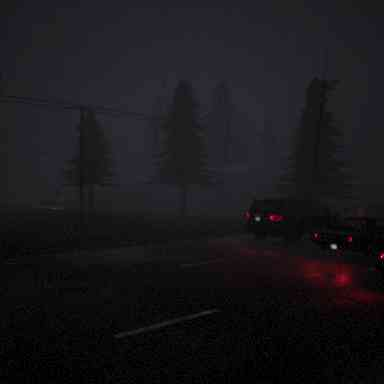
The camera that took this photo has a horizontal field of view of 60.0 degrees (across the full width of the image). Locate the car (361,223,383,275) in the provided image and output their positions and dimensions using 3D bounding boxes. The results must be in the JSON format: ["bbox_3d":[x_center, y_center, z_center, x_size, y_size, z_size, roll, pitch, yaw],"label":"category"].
[{"bbox_3d":[6.949,1.566,8.772,5.357,1.411,2.033,0,0,-35],"label":"car"}]

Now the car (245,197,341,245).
[{"bbox_3d":[5.049,1.247,15.988,5.566,2.045,2.150,0,0,-35],"label":"car"}]

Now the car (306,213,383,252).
[{"bbox_3d":[6.793,1.623,12.935,4.718,1.301,1.895,0,0,-35],"label":"car"}]

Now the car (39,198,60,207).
[{"bbox_3d":[-21.915,1.570,50.916,2.033,1.411,5.357,0,0,-39],"label":"car"}]
